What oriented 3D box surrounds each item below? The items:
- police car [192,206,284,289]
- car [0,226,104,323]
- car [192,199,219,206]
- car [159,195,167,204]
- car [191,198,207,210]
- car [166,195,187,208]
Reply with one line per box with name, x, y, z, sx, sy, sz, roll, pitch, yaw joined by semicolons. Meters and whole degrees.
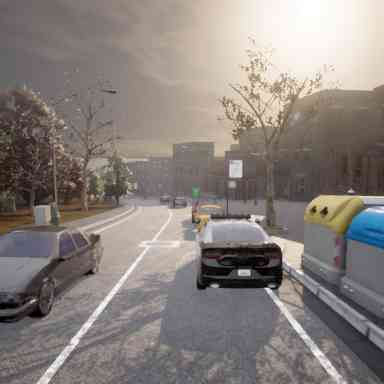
police car;1.043;1.408;9.232;1.930;1.638;5.238;0;0;0
car;-3.502;1.533;7.645;2.033;1.411;5.357;0;0;0
car;1.035;1.419;19.358;1.801;1.575;5.366;0;0;0
car;-4.771;1.386;60.387;1.837;1.490;4.892;-2;0;-16
car;1.023;1.300;25.191;2.097;1.767;4.553;0;0;-1
car;-1.927;1.384;46.897;2.128;1.511;4.902;-1;0;-10
